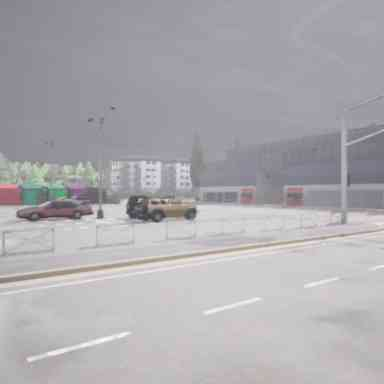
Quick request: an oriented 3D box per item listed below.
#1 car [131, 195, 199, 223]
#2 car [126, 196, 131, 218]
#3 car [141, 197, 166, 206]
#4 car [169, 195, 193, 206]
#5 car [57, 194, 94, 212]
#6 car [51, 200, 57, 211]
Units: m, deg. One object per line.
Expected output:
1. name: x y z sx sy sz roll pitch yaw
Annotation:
1. car: -1.751 1.177 24.172 4.605 1.855 1.932 0 0 -35
2. car: -3.378 1.180 26.566 3.866 1.878 1.905 0 0 -35
3. car: -6.711 1.600 57.135 2.033 1.411 5.357 0 0 -33
4. car: -1.925 1.409 56.238 2.097 1.767 4.553 0 0 -33
5. car: -14.743 1.180 42.563 3.866 1.878 1.905 0 0 -35
6. car: -16.407 1.419 44.933 3.806 1.475 1.970 0 0 -35
